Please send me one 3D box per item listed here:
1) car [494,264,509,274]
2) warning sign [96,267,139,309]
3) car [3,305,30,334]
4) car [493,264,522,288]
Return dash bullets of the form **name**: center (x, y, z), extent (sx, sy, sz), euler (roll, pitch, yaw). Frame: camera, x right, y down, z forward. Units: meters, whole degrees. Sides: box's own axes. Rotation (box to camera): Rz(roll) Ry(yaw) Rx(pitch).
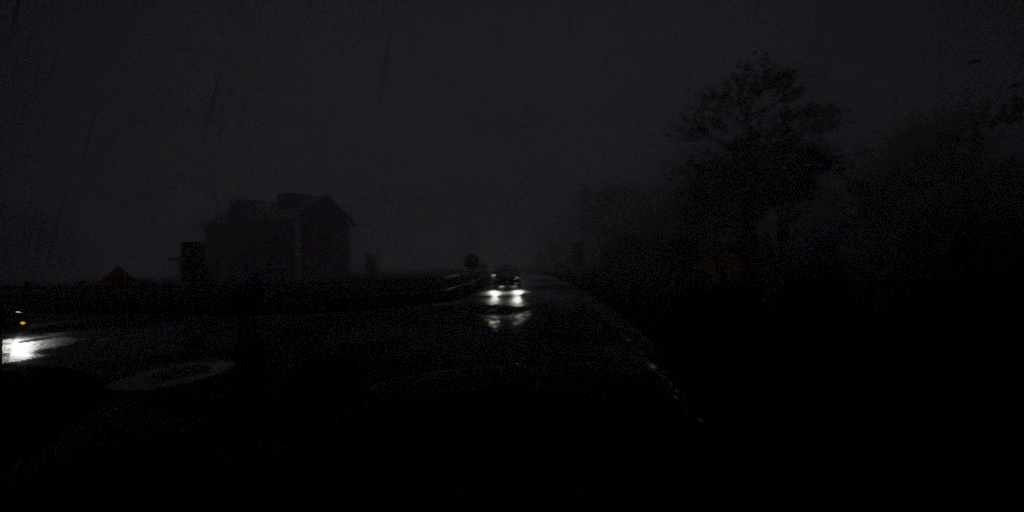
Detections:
- **car**: center (-1.652, 1.918, 54.687), extent (1.895, 1.301, 4.718), euler (-1, -1, -6)
- **warning sign**: center (-18.116, 1.432, 16.487), extent (1.060, 1.860, 1.300), euler (0, 0, 12)
- **car**: center (-17.430, 1.837, 10.923), extent (4.181, 1.385, 1.994), euler (-1, 0, 11)
- **car**: center (-0.315, 1.485, 26.586), extent (1.882, 1.535, 5.008), euler (-1, -1, 1)
